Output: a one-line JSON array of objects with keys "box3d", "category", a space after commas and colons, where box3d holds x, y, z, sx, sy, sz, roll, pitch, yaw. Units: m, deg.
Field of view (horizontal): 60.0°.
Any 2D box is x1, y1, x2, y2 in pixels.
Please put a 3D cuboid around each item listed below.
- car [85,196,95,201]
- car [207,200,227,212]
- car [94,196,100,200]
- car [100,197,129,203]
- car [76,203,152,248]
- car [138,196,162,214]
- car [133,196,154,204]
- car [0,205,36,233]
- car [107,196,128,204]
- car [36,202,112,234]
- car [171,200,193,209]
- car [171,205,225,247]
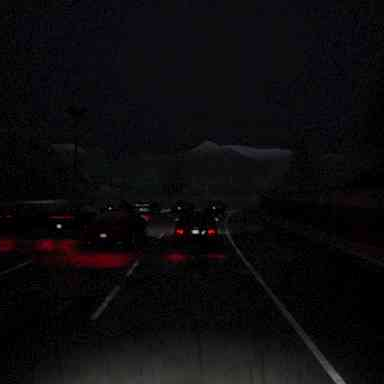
[{"box3d": [-20.476, 1.604, 69.715, 1.994, 1.385, 4.181, 0, 0, 21], "category": "car"}, {"box3d": [2.624, 1.590, 35.984, 1.994, 1.385, 4.181, 0, 0, 11], "category": "car"}, {"box3d": [-17.317, 1.645, 68.181, 1.895, 1.301, 4.718, 0, 0, 21], "category": "car"}, {"box3d": [-7.980, 1.552, 36.354, 1.812, 1.442, 4.674, 0, 0, 10], "category": "car"}, {"box3d": [-3.265, 1.489, 14.993, 1.882, 1.535, 5.008, 0, 0, 2], "category": "car"}, {"box3d": [-4.599, 1.517, 35.372, 2.128, 1.511, 4.902, 0, 0, 10], "category": "car"}, {"box3d": [-9.870, 1.590, 67.986, 2.033, 1.411, 5.357, 0, 0, 21], "category": "car"}, {"box3d": [-10.027, 1.506, 19.801, 2.128, 1.511, 4.902, 0, 0, 3], "category": "car"}, {"box3d": [-14.599, 1.607, 65.503, 1.994, 1.385, 4.181, 0, 0, 21], "category": "car"}, {"box3d": [-6.561, 1.506, 19.176, 2.128, 1.511, 4.902, 0, 0, 3], "category": "car"}, {"box3d": [-0.936, 1.590, 35.930, 1.994, 1.385, 4.181, 0, 0, 10], "category": "car"}, {"box3d": [0.223, 1.559, 15.086, 2.033, 1.411, 5.357, 0, 0, 2], "category": "car"}]
